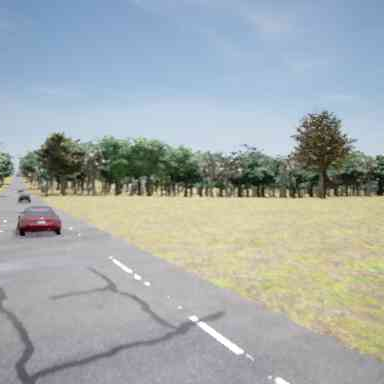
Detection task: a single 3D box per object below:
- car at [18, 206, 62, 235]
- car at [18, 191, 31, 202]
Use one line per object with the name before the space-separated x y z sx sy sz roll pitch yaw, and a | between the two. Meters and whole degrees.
car | -8.277 1.442 18.003 1.994 1.385 4.181 1 0 -28
car | -29.190 1.001 57.955 1.837 1.490 4.892 1 0 -28
